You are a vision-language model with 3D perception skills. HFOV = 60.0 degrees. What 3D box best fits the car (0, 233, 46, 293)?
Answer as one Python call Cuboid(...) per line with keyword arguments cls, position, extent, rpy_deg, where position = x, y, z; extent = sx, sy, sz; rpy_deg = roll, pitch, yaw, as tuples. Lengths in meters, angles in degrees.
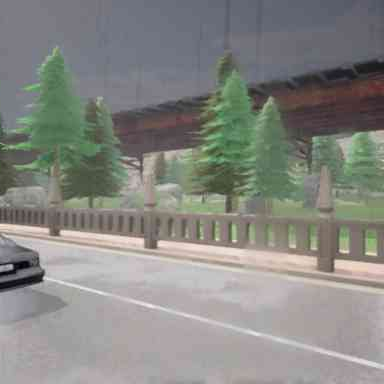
Cuboid(cls="car", position=(-5.767, 1.578, 8.105), extent=(5.357, 1.411, 2.033), rpy_deg=(0, 0, 35))
